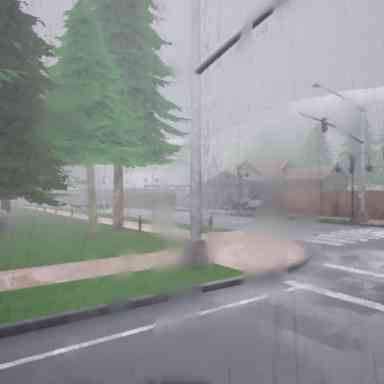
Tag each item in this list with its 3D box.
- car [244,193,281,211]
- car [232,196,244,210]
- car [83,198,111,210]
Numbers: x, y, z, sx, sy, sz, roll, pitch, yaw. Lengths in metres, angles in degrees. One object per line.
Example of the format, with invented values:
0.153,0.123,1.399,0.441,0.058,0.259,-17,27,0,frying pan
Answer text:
8.311,1.110,36.217,4.605,1.855,1.932,0,0,-37,car
6.493,1.113,37.997,3.866,1.878,1.905,0,0,-37,car
-11.972,1.508,41.727,2.033,1.411,5.357,0,0,-37,car
